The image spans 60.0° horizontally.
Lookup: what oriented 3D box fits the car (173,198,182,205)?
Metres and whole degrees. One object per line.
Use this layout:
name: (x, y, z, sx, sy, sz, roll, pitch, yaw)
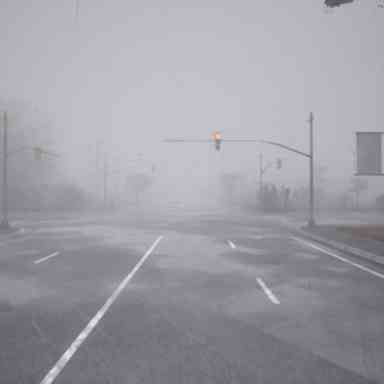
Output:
car: (-3.066, 2.007, 71.818, 1.837, 1.490, 4.892, 0, 0, 0)
